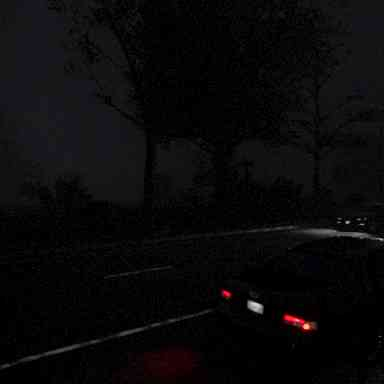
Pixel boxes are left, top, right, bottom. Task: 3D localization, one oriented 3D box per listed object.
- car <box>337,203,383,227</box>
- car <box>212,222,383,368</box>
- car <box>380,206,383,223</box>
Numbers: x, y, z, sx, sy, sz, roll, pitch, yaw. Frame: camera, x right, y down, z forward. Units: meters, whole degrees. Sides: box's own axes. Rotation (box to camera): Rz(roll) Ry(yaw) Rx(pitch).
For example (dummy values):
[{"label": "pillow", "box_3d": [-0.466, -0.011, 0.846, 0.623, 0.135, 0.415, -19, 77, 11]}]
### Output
[{"label": "car", "box_3d": [10.571, 1.406, 19.569, 4.892, 1.490, 1.837, 0, 0, -33]}, {"label": "car", "box_3d": [2.876, 1.519, 5.724, 5.357, 1.411, 2.033, 0, 0, -35]}, {"label": "car", "box_3d": [11.173, 1.474, 15.776, 4.181, 1.385, 1.994, 0, 0, -33]}]
